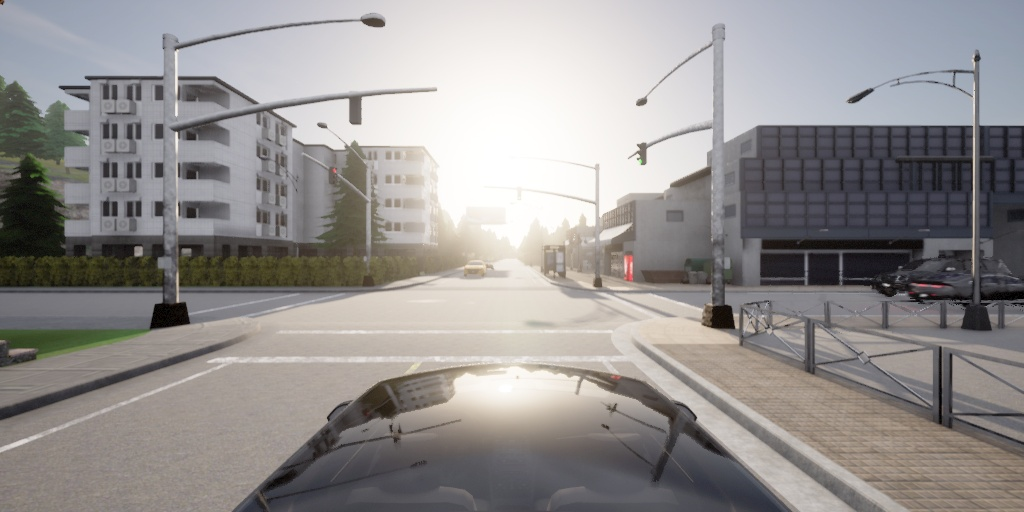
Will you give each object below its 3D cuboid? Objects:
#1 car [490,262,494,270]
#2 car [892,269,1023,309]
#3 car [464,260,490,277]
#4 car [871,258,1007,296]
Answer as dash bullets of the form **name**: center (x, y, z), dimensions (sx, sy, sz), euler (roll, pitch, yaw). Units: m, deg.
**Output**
- **car**: center (-3.557, 1.284, 50.081), dimensions (1.994, 1.385, 4.181), euler (0, 0, 0)
- **car**: center (19.370, 1.429, 14.776), dimensions (4.902, 1.511, 2.128), euler (0, 0, 0)
- **car**: center (-3.576, 1.207, 35.558), dimensions (1.882, 1.535, 5.008), euler (0, 0, 0)
- **car**: center (21.941, 1.137, 18.383), dimensions (5.566, 2.045, 2.150), euler (0, 0, 0)
